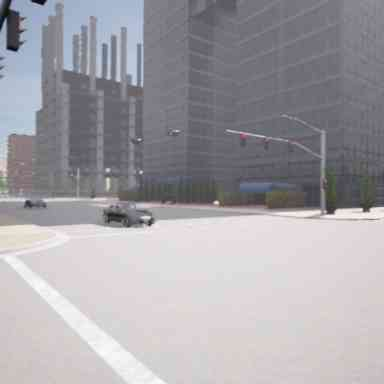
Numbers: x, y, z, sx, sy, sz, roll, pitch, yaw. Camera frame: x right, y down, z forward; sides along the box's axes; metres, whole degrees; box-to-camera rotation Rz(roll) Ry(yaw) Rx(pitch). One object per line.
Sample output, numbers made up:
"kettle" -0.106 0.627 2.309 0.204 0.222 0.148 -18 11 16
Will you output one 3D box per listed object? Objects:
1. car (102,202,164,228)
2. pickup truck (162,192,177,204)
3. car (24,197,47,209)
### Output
"car" -4.273 1.453 22.006 2.128 1.511 4.902 1 0 -38
"pickup truck" -4.145 1.020 60.132 2.390 2.098 6.274 1 0 -8
"car" -19.602 1.328 41.557 1.812 1.442 4.674 1 0 -38
